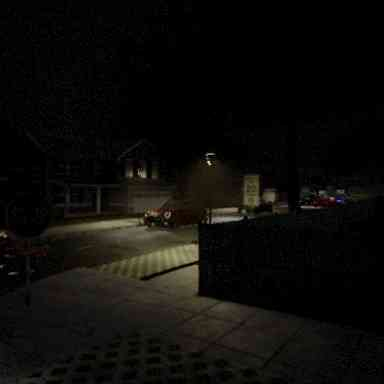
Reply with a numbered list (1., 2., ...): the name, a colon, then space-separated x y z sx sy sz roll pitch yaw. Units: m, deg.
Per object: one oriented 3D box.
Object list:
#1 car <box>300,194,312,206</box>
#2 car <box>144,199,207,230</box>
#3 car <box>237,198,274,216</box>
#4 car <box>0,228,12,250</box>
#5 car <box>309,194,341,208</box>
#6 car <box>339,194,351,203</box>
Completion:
1. car: 16.194 1.110 45.168 1.837 1.490 4.892 1 1 35
2. car: -0.968 1.285 21.080 2.097 1.767 4.553 1 1 35
3. car: 5.950 1.289 30.843 2.128 1.511 4.902 1 1 36
4. car: -8.498 1.616 10.175 2.033 1.411 5.357 1 1 31
5. car: 16.190 1.246 40.309 1.895 1.301 4.718 1 1 36
6. car: 21.808 1.023 48.340 1.812 1.442 4.674 1 1 35
